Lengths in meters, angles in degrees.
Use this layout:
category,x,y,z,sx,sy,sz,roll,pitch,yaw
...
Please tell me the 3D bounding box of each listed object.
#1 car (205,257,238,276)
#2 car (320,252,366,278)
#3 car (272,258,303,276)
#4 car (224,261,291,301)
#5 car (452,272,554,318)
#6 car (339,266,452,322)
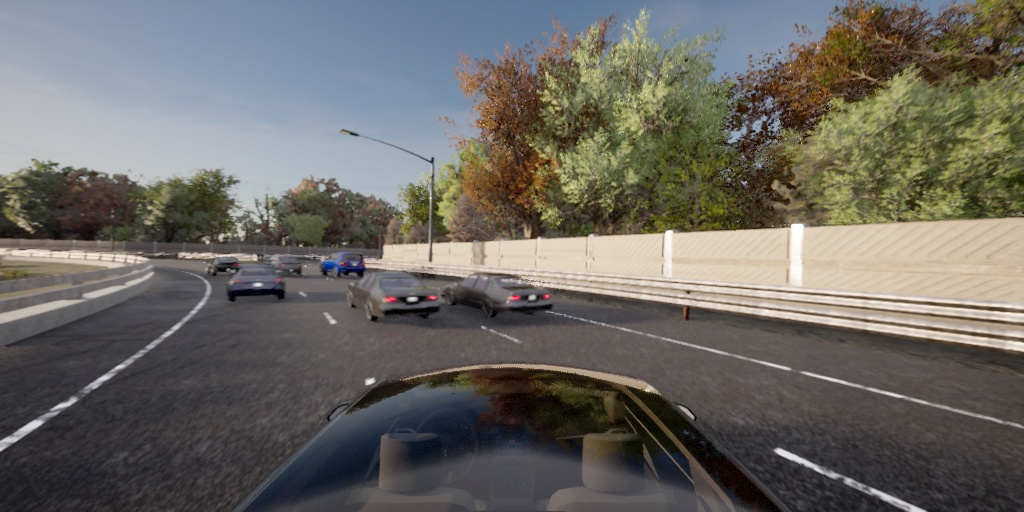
category,x,y,z,sx,sy,sz,roll,pitch,yaw
car,-23.392,0.781,29.107,4.892,1.490,1.837,1,0,43
car,-14.058,0.707,29.805,2.150,2.045,5.566,2,0,-44
car,-18.869,0.870,29.615,4.902,1.511,2.128,1,0,45
car,-11.286,1.087,15.856,1.994,1.385,4.181,1,0,-37
car,-0.771,1.300,13.112,2.033,1.411,5.357,1,0,-34
car,-4.176,1.222,12.059,2.033,1.411,5.357,1,0,-34
